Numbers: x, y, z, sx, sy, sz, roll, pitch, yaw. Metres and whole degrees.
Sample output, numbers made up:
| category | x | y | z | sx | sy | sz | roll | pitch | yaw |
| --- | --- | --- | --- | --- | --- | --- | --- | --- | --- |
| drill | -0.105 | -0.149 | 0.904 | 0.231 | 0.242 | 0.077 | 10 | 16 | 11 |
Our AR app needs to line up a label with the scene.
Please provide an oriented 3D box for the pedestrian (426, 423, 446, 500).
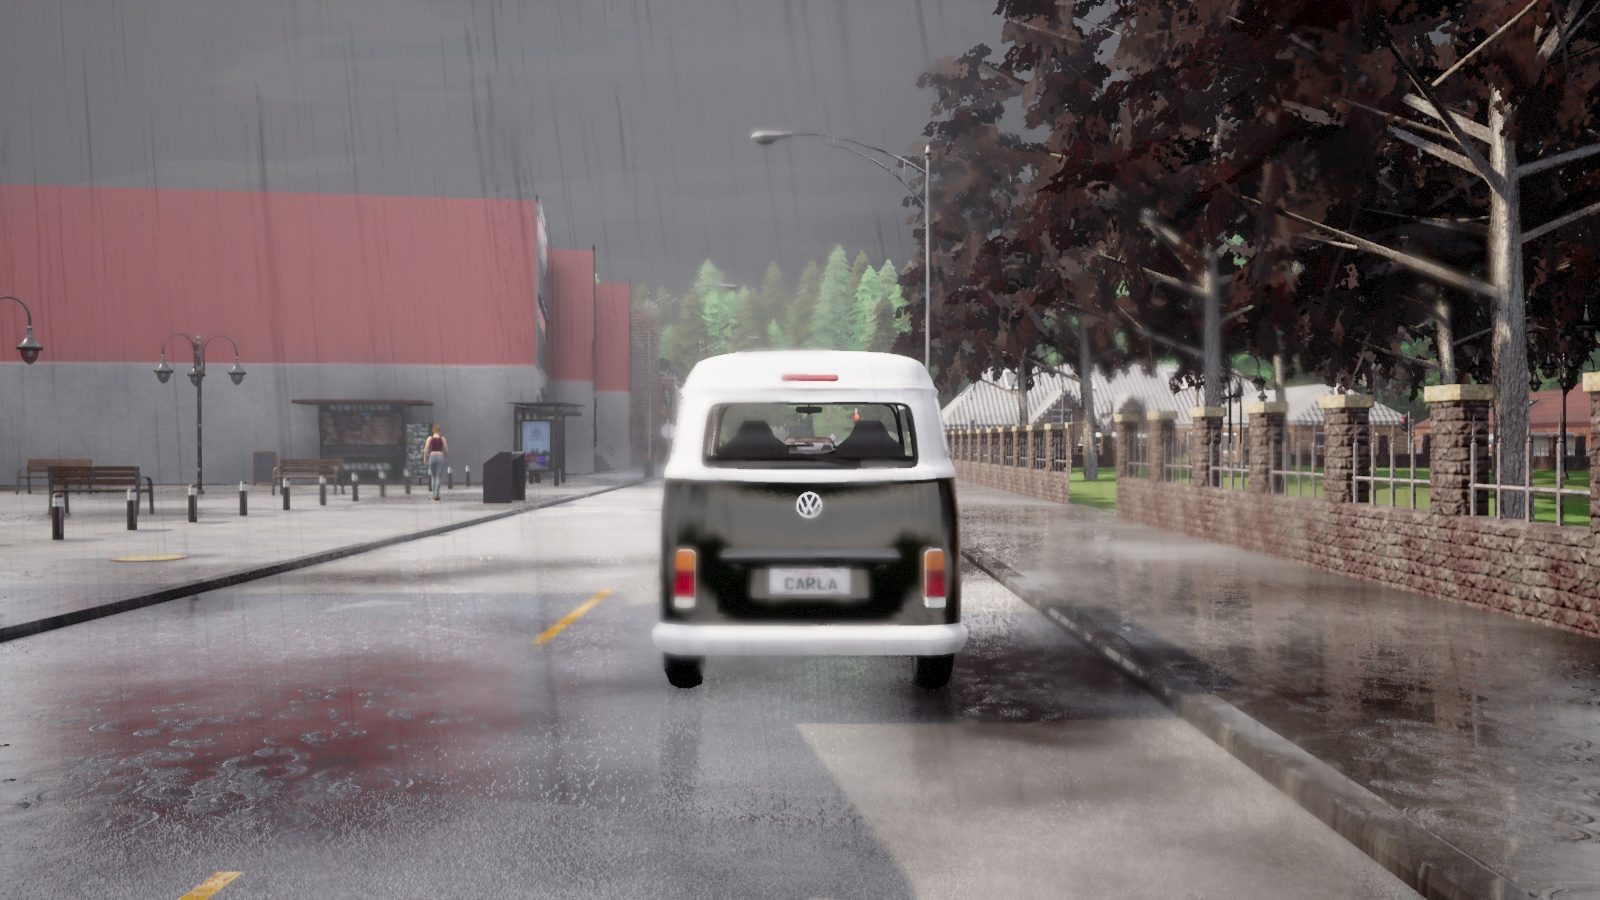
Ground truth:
| category | x | y | z | sx | sy | sz | roll | pitch | yaw |
| --- | --- | --- | --- | --- | --- | --- | --- | --- | --- |
| pedestrian | -8.712 | 0.270 | 30.093 | 0.345 | 1.836 | 0.594 | 0 | 0 | -5 |

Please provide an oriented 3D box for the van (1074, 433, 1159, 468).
| category | x | y | z | sx | sy | sz | roll | pitch | yaw |
| --- | --- | --- | --- | --- | --- | --- | --- | --- | --- |
| van | 18.769 | 0.041 | 74.614 | 4.480 | 2.038 | 2.069 | 0 | 0 | -1 |

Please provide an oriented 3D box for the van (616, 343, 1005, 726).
| category | x | y | z | sx | sy | sz | roll | pitch | yaw |
| --- | --- | --- | --- | --- | --- | --- | --- | --- | --- |
| van | 0.067 | 0.420 | 8.922 | 2.069 | 2.038 | 4.480 | 0 | 1 | 0 |
